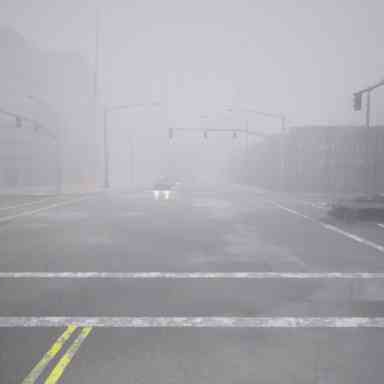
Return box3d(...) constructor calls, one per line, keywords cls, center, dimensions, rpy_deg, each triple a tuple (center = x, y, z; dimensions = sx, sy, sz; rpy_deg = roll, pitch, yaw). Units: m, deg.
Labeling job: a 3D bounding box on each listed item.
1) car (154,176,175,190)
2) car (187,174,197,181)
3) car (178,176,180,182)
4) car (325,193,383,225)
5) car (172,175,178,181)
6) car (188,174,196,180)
box3d(cls="car", center=(-3.592, -0.976, 41.457), dimensions=(1.994, 1.385, 4.181), rpy_deg=(0, 4, 0))
box3d(cls="car", center=(0.011, -2.993, 70.931), dimensions=(1.994, 1.385, 4.181), rpy_deg=(0, 4, 0))
box3d(cls="car", center=(-3.503, -2.721, 67.729), dimensions=(1.895, 1.301, 4.718), rpy_deg=(0, 4, 0))
box3d(cls="car", center=(8.665, 0.758, 15.901), dimensions=(4.181, 1.385, 1.994), rpy_deg=(0, 4, 5))
box3d(cls="car", center=(-3.586, -1.730, 51.710), dimensions=(1.837, 1.490, 4.892), rpy_deg=(0, 4, 0))
box3d(cls="car", center=(0.012, -3.722, 80.758), dimensions=(2.033, 1.411, 5.357), rpy_deg=(0, 4, 0))
